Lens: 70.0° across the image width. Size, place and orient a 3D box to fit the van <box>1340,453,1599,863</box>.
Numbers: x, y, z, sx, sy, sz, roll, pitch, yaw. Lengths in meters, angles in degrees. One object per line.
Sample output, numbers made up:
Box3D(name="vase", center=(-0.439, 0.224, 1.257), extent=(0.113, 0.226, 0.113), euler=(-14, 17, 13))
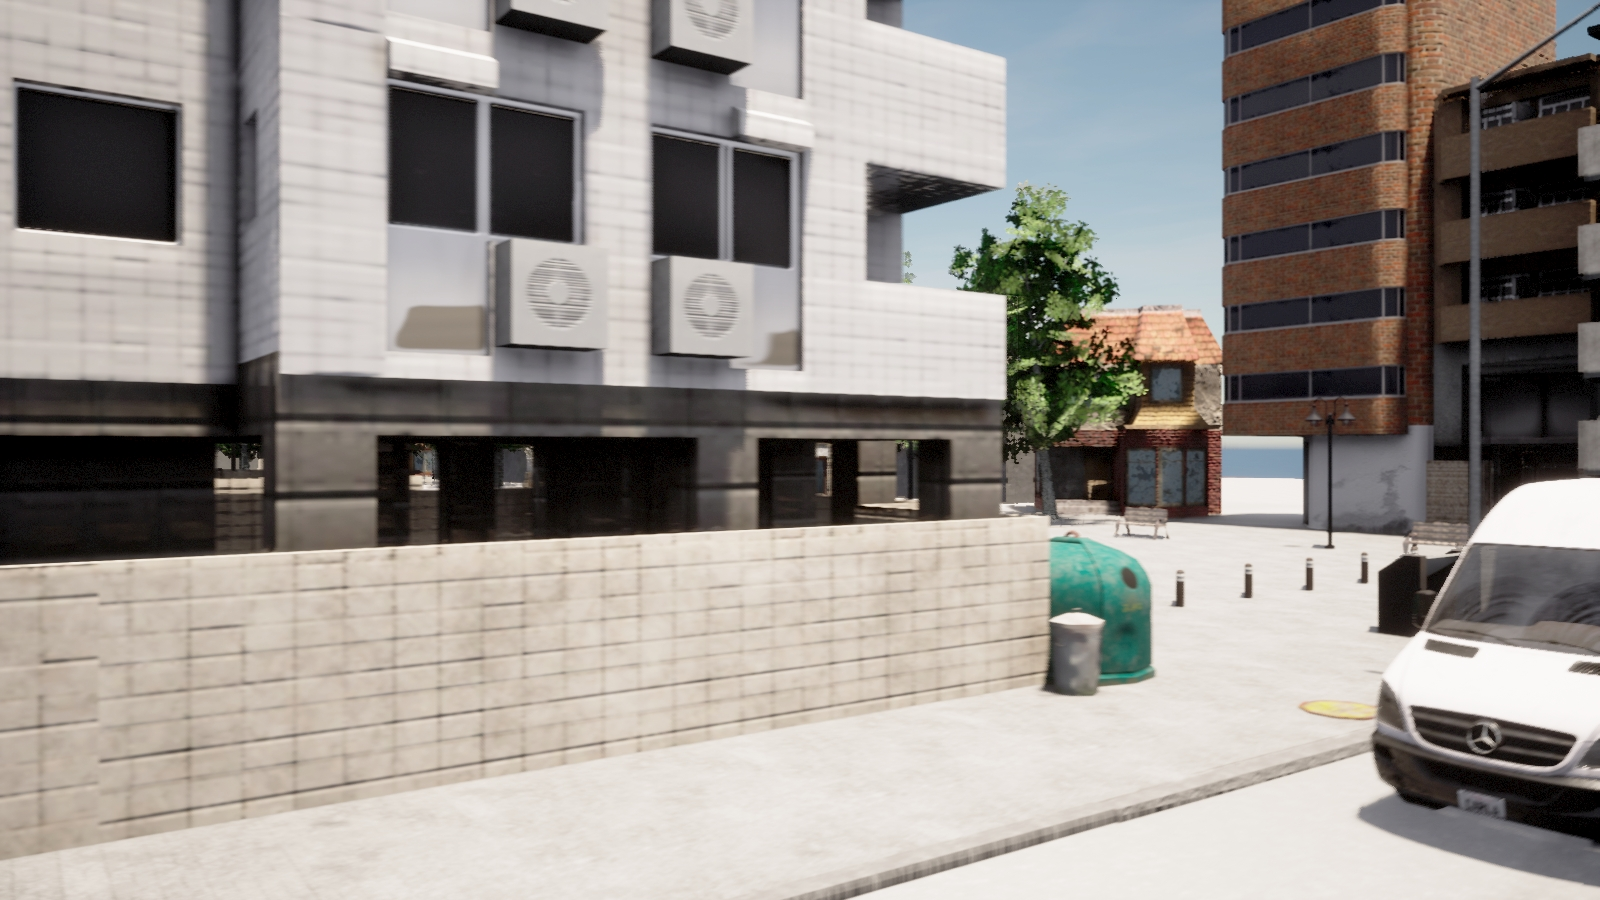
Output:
Box3D(name="van", center=(7.044, 1.314, 9.446), extent=(5.915, 2.561, 1.988), euler=(0, 0, -35))
